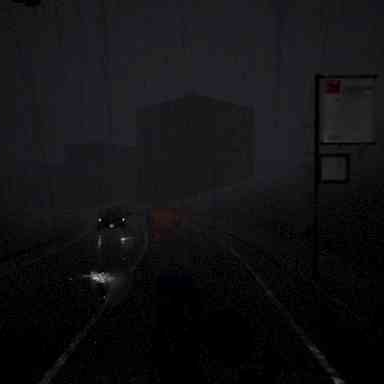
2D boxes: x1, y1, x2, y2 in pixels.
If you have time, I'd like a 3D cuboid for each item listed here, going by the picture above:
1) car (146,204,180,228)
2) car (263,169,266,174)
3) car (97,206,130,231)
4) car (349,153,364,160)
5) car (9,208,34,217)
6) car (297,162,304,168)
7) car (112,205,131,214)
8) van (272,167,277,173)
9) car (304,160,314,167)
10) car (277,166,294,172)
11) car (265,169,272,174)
[{"bbox_3d":[-2.253,1.696,24.592,1.801,1.575,5.366,0,-1,-15],"label":"car"},{"bbox_3d":[20.535,-5.175,89.003,2.435,2.045,5.566,0,1,-1],"label":"car"},{"bbox_3d":[-5.518,1.844,22.799,1.895,1.301,4.718,0,-1,-14],"label":"car"},{"bbox_3d":[21.496,-4.468,44.783,2.185,1.767,4.553,0,1,-1],"label":"car"},{"bbox_3d":[-29.360,3.539,56.993,5.357,1.411,2.033,-4,-1,36],"label":"car"},{"bbox_3d":[21.133,-4.717,61.467,2.185,1.767,4.553,0,1,-1],"label":"car"},{"bbox_3d":[-9.116,2.244,40.807,2.033,1.411,5.357,-1,-1,-31],"label":"car"},{"bbox_3d":[20.776,-5.031,77.876,1.878,1.987,4.442,0,1,-1],"label":"van"},{"bbox_3d":[21.253,-4.637,55.949,2.185,1.767,4.553,0,1,-1],"label":"car"},{"bbox_3d":[20.893,-4.739,72.482,2.231,1.521,4.892,0,1,-1],"label":"car"},{"bbox_3d":[20.655,-4.828,83.520,2.002,1.452,4.674,0,1,-1],"label":"car"}]
